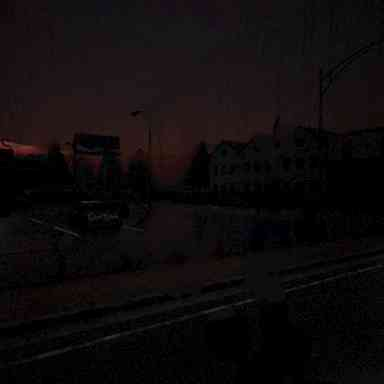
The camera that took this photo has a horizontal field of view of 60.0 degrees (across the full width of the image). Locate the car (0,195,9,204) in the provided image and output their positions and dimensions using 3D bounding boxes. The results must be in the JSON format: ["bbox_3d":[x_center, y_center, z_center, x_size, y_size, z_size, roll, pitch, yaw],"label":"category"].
[{"bbox_3d":[-39.205,1.495,66.104,4.611,1.667,2.242,0,0,-36],"label":"car"}]

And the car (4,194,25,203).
[{"bbox_3d":[-38.979,1.328,73.232,3.866,1.878,1.905,0,0,-36],"label":"car"}]

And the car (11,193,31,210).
[{"bbox_3d":[-19.835,1.092,38.155,1.905,1.878,3.866,0,0,-36],"label":"car"}]

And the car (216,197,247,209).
[{"bbox_3d":[4.987,1.349,42.475,1.812,1.442,4.674,0,0,-35],"label":"car"}]

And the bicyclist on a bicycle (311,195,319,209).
[{"bbox_3d":[13.660,1.124,36.837,1.656,1.620,0.582,0,0,-35],"label":"bicyclist on a bicycle"}]

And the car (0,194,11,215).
[{"bbox_3d":[-17.921,1.113,29.845,1.932,1.855,4.605,0,0,-36],"label":"car"}]

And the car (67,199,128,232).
[{"bbox_3d":[-5.315,1.248,17.892,1.970,1.475,3.806,0,0,-36],"label":"car"}]
